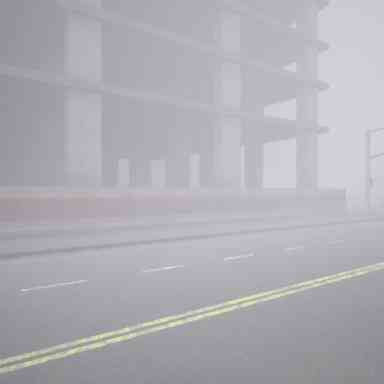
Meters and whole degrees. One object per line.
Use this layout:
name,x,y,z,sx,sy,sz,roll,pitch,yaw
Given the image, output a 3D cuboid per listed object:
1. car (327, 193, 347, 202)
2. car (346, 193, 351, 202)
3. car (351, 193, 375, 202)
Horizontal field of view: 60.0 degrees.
car,32.203,1.151,73.651,4.605,1.855,1.932,0,0,-35
car,33.795,1.361,71.490,3.905,1.438,1.784,0,0,-35
car,35.467,1.393,69.127,3.806,1.475,1.970,0,0,-35
